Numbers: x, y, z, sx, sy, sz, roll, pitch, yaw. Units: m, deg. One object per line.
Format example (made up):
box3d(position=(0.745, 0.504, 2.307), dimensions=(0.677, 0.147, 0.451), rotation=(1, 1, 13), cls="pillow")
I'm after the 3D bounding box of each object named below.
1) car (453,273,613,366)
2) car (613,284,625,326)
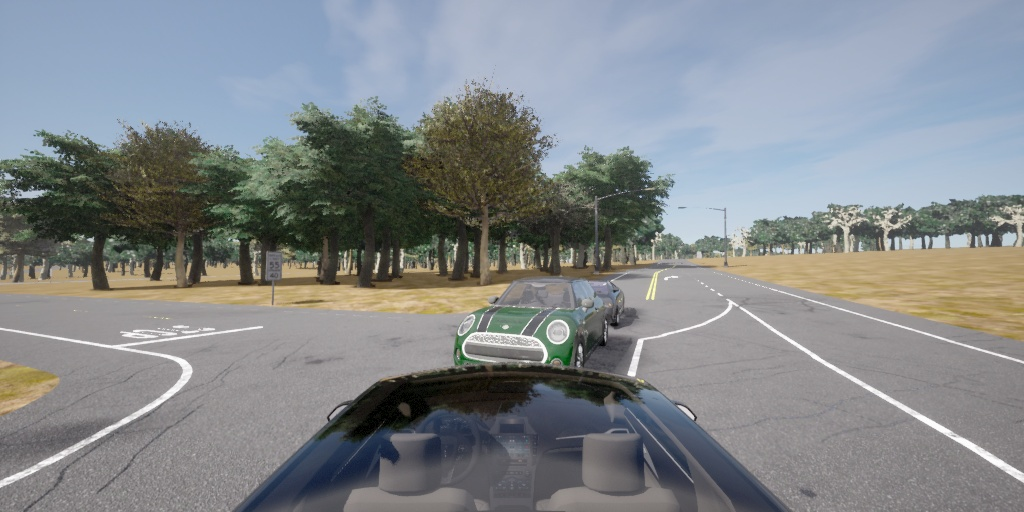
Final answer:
box3d(position=(0.678, 1.222, 7.468), dimensions=(2.097, 1.767, 4.553), rotation=(-1, -2, 22), cls="car")
box3d(position=(2.901, 1.554, 12.901), dimensions=(1.994, 1.385, 4.181), rotation=(-2, 0, 22), cls="car")
